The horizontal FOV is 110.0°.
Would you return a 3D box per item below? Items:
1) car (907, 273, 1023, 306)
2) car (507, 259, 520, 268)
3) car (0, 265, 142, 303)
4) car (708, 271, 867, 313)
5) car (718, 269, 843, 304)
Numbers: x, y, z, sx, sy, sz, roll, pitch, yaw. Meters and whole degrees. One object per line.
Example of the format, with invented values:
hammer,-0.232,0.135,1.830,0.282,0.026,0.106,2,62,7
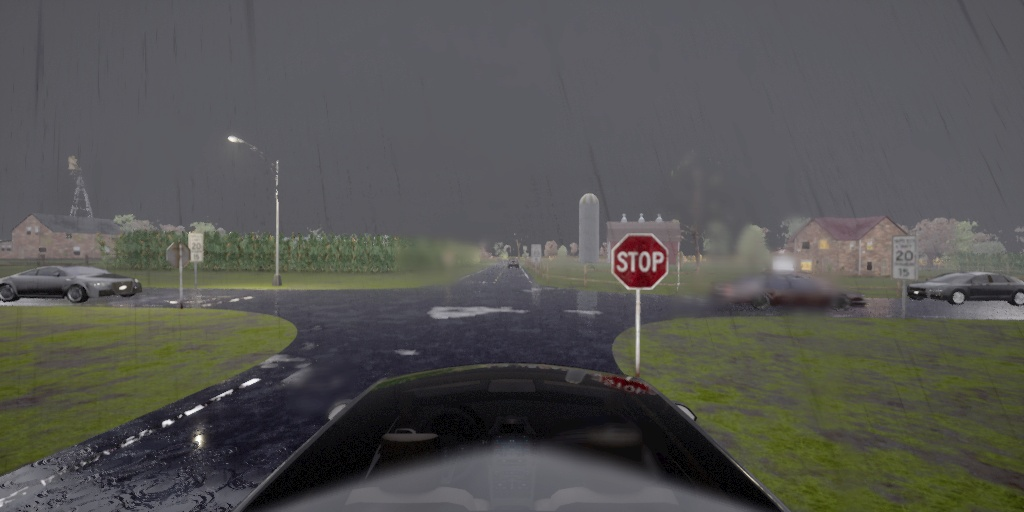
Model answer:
car,22.181,1.556,17.519,4.892,1.490,1.837,1,1,0
car,0.259,1.254,60.384,1.837,1.490,4.892,0,0,0
car,-17.777,1.082,14.531,4.181,1.385,1.994,1,1,0
car,11.263,1.479,14.965,5.357,1.411,2.033,1,1,4
car,12.962,1.450,17.547,4.674,1.442,1.812,1,1,1
